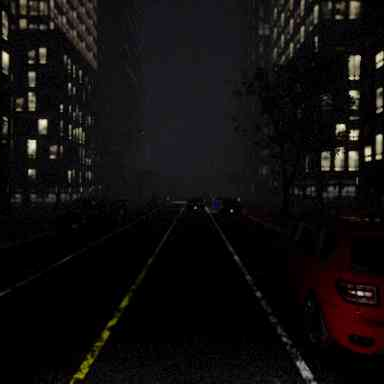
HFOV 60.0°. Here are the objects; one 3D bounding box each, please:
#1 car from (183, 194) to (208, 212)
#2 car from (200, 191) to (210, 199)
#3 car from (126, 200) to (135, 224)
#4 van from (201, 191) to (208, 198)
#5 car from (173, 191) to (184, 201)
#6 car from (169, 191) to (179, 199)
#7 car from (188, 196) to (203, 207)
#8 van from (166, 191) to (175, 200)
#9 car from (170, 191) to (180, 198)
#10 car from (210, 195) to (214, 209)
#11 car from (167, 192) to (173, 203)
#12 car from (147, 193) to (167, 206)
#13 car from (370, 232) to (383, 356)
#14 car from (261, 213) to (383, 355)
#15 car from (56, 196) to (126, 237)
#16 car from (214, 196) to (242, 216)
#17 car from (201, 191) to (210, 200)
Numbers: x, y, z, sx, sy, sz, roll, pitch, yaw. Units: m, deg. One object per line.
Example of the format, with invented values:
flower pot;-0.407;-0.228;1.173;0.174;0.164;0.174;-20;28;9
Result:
car;0.364;1.244;34.034;1.837;1.490;4.892;0;0;1
car;3.274;0.694;83.800;2.192;1.841;5.009;0;0;0
car;-5.132;1.256;22.726;1.967;1.590;4.097;0;0;0
van;3.322;0.680;89.358;1.690;1.788;3.998;0;0;0
car;-2.238;1.079;63.361;1.994;1.385;4.181;0;0;1
car;-4.606;0.681;83.867;2.192;1.841;5.009;0;0;0
car;0.444;1.257;45.180;1.895;1.301;4.718;0;0;1
van;-4.702;0.787;72.751;1.690;1.788;3.998;0;0;0
car;-4.558;0.641;89.426;2.192;1.841;5.009;0;0;0
car;3.319;1.202;36.605;1.882;1.535;5.008;0;0;0
car;-4.845;1.119;56.077;2.008;1.369;4.403;0;0;0
car;-4.941;1.090;44.960;1.967;1.590;4.097;0;0;0
car;2.669;1.315;0.428;2.192;1.841;5.009;0;0;0
car;2.620;1.272;5.985;2.192;1.841;5.009;0;0;0
car;-5.179;1.173;17.167;2.192;1.841;5.009;0;0;0
car;3.264;1.281;29.605;1.837;1.490;4.892;0;0;0
car;3.178;1.010;72.685;2.008;1.369;4.403;0;0;0
